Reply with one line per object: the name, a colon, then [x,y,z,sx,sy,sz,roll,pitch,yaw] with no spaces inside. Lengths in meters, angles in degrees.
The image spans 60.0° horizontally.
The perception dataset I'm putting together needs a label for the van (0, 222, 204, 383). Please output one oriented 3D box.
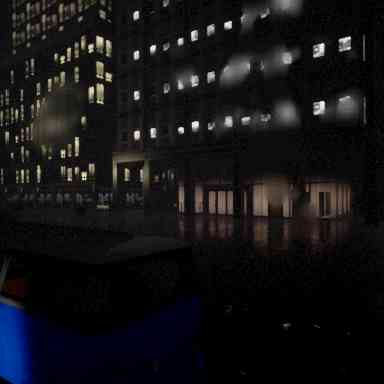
van: [-1.774,1.341,4.150,3.998,1.788,1.690,0,0,36]
